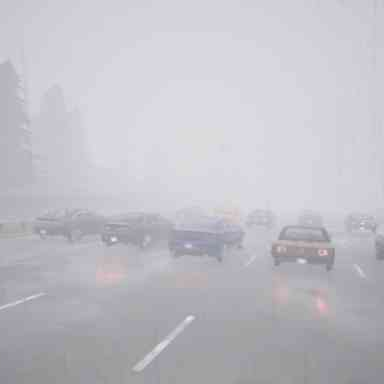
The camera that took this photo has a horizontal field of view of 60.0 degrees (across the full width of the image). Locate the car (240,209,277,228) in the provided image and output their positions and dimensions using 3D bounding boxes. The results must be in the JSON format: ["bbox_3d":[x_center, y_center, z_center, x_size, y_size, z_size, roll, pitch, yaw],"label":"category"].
[{"bbox_3d":[5.480,2.036,26.080,2.033,1.411,5.357,1,-1,21],"label":"car"}]

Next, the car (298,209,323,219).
[{"bbox_3d":[9.768,2.154,27.528,1.812,1.442,4.674,1,-1,21],"label":"car"}]

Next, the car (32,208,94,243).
[{"bbox_3d":[-5.494,1.544,16.443,2.128,1.511,4.902,1,-1,21],"label":"car"}]

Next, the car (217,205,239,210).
[{"bbox_3d":[3.382,1.961,30.424,1.882,1.535,5.008,1,0,21],"label":"car"}]

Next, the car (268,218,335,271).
[{"bbox_3d":[4.141,1.876,12.251,1.895,1.301,4.718,1,-1,21],"label":"car"}]

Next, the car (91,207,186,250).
[{"bbox_3d":[-2.201,1.638,15.261,1.837,1.490,4.892,1,0,21],"label":"car"}]

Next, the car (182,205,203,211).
[{"bbox_3d":[-0.085,1.919,31.154,1.812,1.442,4.674,1,-1,21],"label":"car"}]

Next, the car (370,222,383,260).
[{"bbox_3d":[7.422,1.954,11.034,1.895,1.301,4.718,1,-1,21],"label":"car"}]

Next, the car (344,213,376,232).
[{"bbox_3d":[12.594,2.280,25.110,1.895,1.301,4.718,1,-1,21],"label":"car"}]

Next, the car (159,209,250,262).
[{"bbox_3d":[0.764,1.668,13.209,1.882,1.535,5.008,1,-1,21],"label":"car"}]
